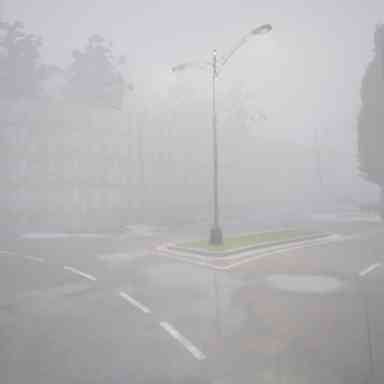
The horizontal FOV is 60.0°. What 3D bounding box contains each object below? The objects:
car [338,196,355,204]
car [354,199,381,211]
[{"bbox_3d":[27.916,1.398,59.710,1.994,1.385,4.181,0,4,-39],"label":"car"},{"bbox_3d":[23.221,1.782,42.737,4.718,1.301,1.895,0,-1,-39],"label":"car"}]
